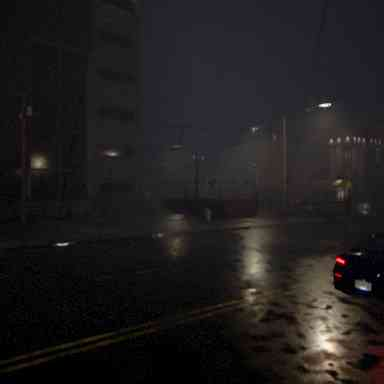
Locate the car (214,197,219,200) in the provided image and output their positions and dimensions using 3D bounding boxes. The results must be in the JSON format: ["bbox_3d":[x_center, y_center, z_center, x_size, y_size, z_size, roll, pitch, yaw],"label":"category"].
[{"bbox_3d":[4.422,1.549,60.561,4.718,1.301,1.895,0,0,-36],"label":"car"}]

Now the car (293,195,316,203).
[{"bbox_3d":[22.070,1.383,65.039,4.674,1.452,2.002,0,0,-36],"label":"car"}]

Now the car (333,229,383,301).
[{"bbox_3d":[4.984,1.520,7.345,4.674,1.442,1.812,0,0,-35],"label":"car"}]

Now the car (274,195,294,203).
[{"bbox_3d":[19.166,1.415,69.042,3.806,1.475,1.970,0,0,-36],"label":"car"}]

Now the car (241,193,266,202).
[{"bbox_3d":[14.065,1.191,75.911,5.566,2.045,2.435,0,0,-36],"label":"car"}]

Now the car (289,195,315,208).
[{"bbox_3d":[15.150,1.228,45.982,4.553,1.767,2.185,0,0,-36],"label":"car"}]
